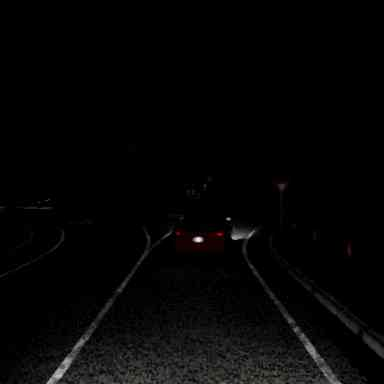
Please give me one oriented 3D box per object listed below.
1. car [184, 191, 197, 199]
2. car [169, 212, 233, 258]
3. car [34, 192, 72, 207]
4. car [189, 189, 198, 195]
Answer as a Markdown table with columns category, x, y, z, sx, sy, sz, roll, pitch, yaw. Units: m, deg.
| category | x | y | z | sx | sy | sz | roll | pitch | yaw |
| --- | --- | --- | --- | --- | --- | --- | --- | --- | --- |
| car | -0.440 | 0.388 | 59.335 | 1.882 | 1.535 | 5.008 | 0 | 1 | -2 |
| car | 0.455 | 1.396 | 12.123 | 1.994 | 1.385 | 4.181 | 0 | 1 | 8 |
| car | -14.926 | 0.751 | 35.953 | 1.837 | 1.490 | 4.892 | 0 | 1 | 12 |
| car | 0.344 | 0.055 | 85.269 | 2.128 | 1.511 | 4.902 | 0 | 1 | 2 |
